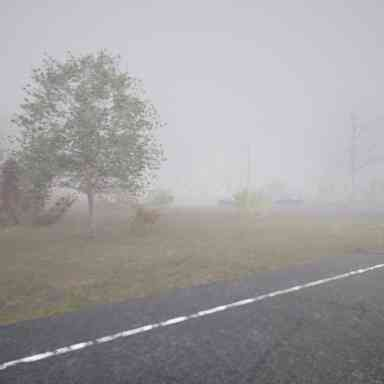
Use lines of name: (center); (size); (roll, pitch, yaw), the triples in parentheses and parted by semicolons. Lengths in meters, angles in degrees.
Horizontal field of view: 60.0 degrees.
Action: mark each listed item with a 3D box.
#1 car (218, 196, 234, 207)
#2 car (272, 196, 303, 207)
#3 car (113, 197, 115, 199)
car: (5.536, 1.355, 46.216); (1.812, 1.442, 4.674); (0, 0, -37)
car: (13.387, 1.304, 47.445); (1.882, 1.535, 5.008); (0, 0, -37)
car: (-19.897, 1.098, 82.994); (1.812, 1.442, 4.674); (0, 0, -30)
